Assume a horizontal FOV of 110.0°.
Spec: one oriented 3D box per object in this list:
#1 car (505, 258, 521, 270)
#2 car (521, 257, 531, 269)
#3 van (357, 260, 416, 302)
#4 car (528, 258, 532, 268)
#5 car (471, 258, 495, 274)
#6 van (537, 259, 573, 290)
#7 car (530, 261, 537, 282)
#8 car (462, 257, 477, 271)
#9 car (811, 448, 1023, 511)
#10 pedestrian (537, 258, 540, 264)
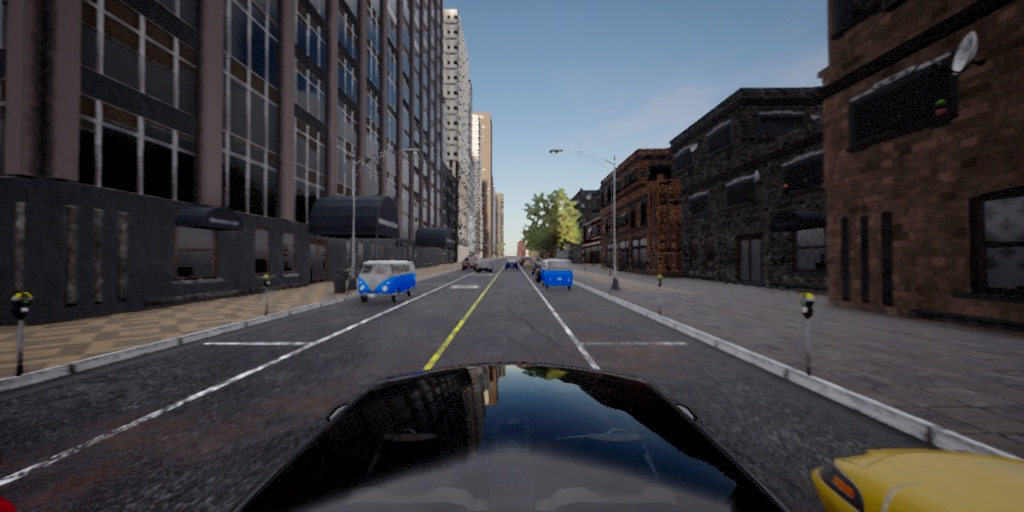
[{"bbox_3d":[-0.035,1.205,52.583,1.882,1.535,5.008,0,0,0],"label":"car"},{"bbox_3d":[2.648,1.250,55.631,1.751,1.417,4.829,0,0,0],"label":"car"},{"bbox_3d":[-5.700,1.090,16.629,1.690,1.789,3.998,0,0,0],"label":"van"},{"bbox_3d":[2.971,1.246,38.212,1.837,1.490,4.892,0,0,0],"label":"car"},{"bbox_3d":[-3.116,1.285,41.685,2.033,1.411,5.357,0,0,0],"label":"car"},{"bbox_3d":[2.676,1.089,22.183,1.690,1.789,3.998,0,0,0],"label":"van"},{"bbox_3d":[2.671,1.312,27.729,1.948,1.339,4.313,0,0,0],"label":"car"},{"bbox_3d":[-5.728,1.045,49.906,2.192,1.841,5.009,0,0,0],"label":"car"},{"bbox_3d":[2.694,1.275,0.167,1.751,1.417,4.829,0,0,0],"label":"car"},{"bbox_3d":[2.968,1.032,41.170,0.375,1.860,0.375,1,-1,-4],"label":"pedestrian"}]
